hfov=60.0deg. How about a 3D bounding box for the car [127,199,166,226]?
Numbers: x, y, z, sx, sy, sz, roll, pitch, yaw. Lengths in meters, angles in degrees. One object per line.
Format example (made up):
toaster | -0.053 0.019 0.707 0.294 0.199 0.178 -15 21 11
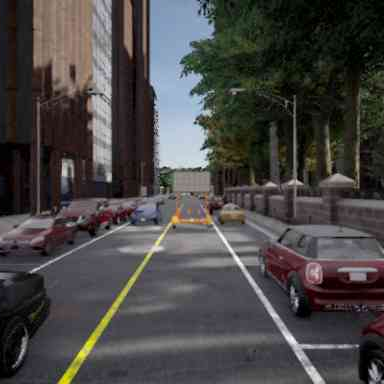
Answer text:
car | -3.106 1.494 23.516 1.812 1.442 4.674 0 0 0

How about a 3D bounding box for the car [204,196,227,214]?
car | 2.750 1.274 34.757 2.192 1.841 5.009 0 0 0

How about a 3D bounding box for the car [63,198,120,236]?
car | -5.769 1.289 18.379 2.192 1.841 5.009 0 0 0

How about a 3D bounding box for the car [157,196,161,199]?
car | -5.779 1.499 45.665 2.008 1.369 4.403 0 0 0

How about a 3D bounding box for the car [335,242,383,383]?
car | 2.762 1.437 2.017 1.967 1.590 4.097 0 0 0

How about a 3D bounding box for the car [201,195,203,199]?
car | 2.745 1.511 51.127 1.947 1.339 4.313 0 0 0

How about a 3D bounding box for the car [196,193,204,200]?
car | 2.730 1.360 94.009 1.967 1.590 4.097 0 0 0

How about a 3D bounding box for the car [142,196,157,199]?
car | -5.777 1.393 40.207 1.967 1.590 4.097 0 0 0

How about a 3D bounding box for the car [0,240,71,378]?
car | -3.060 1.543 2.786 2.033 1.411 5.357 0 0 0

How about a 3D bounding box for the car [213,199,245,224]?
car | 2.754 1.494 24.014 1.752 1.417 4.829 0 0 0

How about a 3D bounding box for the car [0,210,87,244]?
car | -5.767 1.564 12.923 1.802 1.307 4.206 0 0 0

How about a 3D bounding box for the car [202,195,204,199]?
car | 2.746 1.474 45.840 1.752 1.417 4.829 0 0 0

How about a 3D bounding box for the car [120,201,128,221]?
car | -5.771 1.513 23.836 1.887 1.381 4.507 0 0 0

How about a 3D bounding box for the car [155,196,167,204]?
car | -5.784 1.462 61.865 1.752 1.417 4.829 0 0 0

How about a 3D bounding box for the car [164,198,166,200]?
car | -5.783 1.380 56.579 1.967 1.590 4.097 0 0 0

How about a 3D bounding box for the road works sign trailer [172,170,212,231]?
road works sign trailer | -0.007 0.437 20.388 2.380 3.560 2.880 0 0 0

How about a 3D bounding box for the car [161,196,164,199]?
car | -5.781 1.489 51.122 1.887 1.381 4.507 0 0 0

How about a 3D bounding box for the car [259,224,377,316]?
car | 2.760 1.430 7.474 1.967 1.590 4.097 0 0 0

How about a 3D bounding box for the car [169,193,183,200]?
car | -3.022 1.050 64.242 1.837 1.490 4.892 0 0 0
